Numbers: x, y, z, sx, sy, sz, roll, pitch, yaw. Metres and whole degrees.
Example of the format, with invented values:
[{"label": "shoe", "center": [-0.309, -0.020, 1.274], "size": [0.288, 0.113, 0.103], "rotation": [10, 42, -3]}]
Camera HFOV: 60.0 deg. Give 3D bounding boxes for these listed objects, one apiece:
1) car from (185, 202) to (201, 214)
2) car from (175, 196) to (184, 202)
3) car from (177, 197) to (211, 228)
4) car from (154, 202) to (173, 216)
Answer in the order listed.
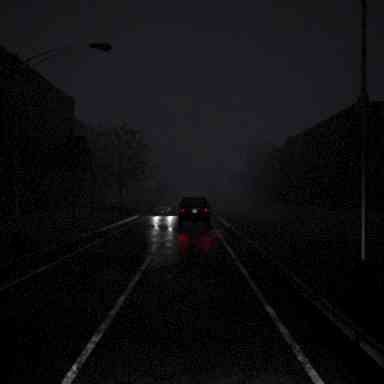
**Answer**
[{"label": "car", "center": [0.144, 1.926, 41.862], "size": [1.895, 1.301, 4.718], "rotation": [0, 0, 0]}, {"label": "car", "center": [-2.916, 1.648, 78.982], "size": [2.128, 1.511, 4.902], "rotation": [0, 0, 0]}, {"label": "car", "center": [0.129, 1.377, 23.527], "size": [2.150, 2.045, 5.566], "rotation": [0, -2, -1]}, {"label": "car", "center": [-3.047, 1.809, 36.546], "size": [1.812, 1.442, 4.674], "rotation": [0, -1, 0]}]
